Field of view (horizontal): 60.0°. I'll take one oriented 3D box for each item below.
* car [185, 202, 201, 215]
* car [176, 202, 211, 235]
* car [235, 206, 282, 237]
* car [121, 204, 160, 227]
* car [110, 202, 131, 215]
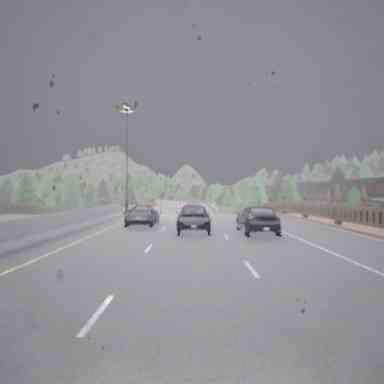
[{"bbox_3d":[0.106,1.903,38.485,1.812,1.442,4.674,0,-3,0],"label":"car"},{"bbox_3d":[0.097,1.539,19.214,2.128,1.511,4.902,0,0,0],"label":"car"},{"bbox_3d":[3.597,1.550,18.503,1.837,1.490,4.892,0,0,0],"label":"car"},{"bbox_3d":[-3.404,1.622,23.115,1.994,1.385,4.181,0,0,0],"label":"car"},{"bbox_3d":[-10.579,2.482,49.336,2.097,1.767,4.553,0,-5,0],"label":"car"}]
